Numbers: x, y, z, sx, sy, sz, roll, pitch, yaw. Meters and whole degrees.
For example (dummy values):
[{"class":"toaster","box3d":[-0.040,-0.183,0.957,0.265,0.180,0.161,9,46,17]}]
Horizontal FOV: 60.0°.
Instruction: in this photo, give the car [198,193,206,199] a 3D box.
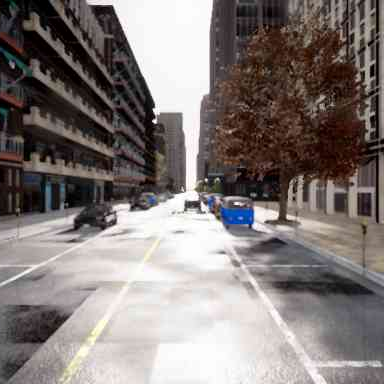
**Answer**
[{"class":"car","box3d":[2.632,1.082,88.113,1.887,1.381,4.507,0,0,0]}]

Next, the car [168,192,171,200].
[{"class":"car","box3d":[-5.733,1.176,65.451,2.008,1.369,4.403,0,0,0]}]

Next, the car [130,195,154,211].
[{"class":"car","box3d":[-5.712,1.319,37.135,1.947,1.339,4.313,0,0,0]}]

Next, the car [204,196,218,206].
[{"class":"car","box3d":[2.659,1.276,48.467,1.802,1.307,4.206,0,0,0]}]

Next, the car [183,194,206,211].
[{"class":"car","box3d":[0.078,1.247,36.834,2.128,1.511,4.902,0,0,0]}]

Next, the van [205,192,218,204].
[{"class":"van","box3d":[2.668,1.094,37.140,1.690,1.788,3.998,0,0,0]}]

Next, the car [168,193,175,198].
[{"class":"car","box3d":[-5.752,0.957,93.769,1.967,1.590,4.097,0,0,0]}]

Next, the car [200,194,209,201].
[{"class":"car","box3d":[2.644,1.148,71.121,1.887,1.381,4.507,0,0,0]}]

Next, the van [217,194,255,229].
[{"class":"van","box3d":[2.680,1.201,20.151,1.690,1.788,3.998,0,0,0]}]

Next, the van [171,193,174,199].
[{"class":"van","box3d":[-5.740,0.923,76.779,1.690,1.788,3.998,0,0,0]}]

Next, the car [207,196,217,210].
[{"class":"car","box3d":[2.672,1.370,31.478,1.802,1.307,4.206,0,0,0]}]

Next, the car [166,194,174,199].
[{"class":"car","box3d":[-5.748,1.104,88.108,1.947,1.339,4.313,0,0,0]}]

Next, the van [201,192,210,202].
[{"class":"van","box3d":[2.648,0.966,65.456,1.690,1.788,3.998,0,0,0]}]

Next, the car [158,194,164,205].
[{"class":"car","box3d":[-5.721,1.245,48.461,2.008,1.369,4.403,0,0,0]}]

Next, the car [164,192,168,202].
[{"class":"car","box3d":[-5.729,1.173,59.617,1.752,1.417,4.829,0,0,0]}]

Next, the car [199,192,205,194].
[{"class":"car","box3d":[2.651,1.197,59.793,2.008,1.369,4.403,0,0,0]}]

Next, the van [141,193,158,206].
[{"class":"van","box3d":[-5.716,1.064,42.799,1.690,1.788,3.998,0,0,0]}]

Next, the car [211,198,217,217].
[{"class":"car","box3d":[2.676,1.406,25.816,1.802,1.307,4.206,0,0,0]}]

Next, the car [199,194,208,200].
[{"class":"car","box3d":[2.640,1.132,76.785,2.008,1.369,4.403,0,0,0]}]

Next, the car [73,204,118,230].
[{"class":"car","box3d":[-5.701,1.427,20.146,1.947,1.339,4.313,0,0,0]}]
